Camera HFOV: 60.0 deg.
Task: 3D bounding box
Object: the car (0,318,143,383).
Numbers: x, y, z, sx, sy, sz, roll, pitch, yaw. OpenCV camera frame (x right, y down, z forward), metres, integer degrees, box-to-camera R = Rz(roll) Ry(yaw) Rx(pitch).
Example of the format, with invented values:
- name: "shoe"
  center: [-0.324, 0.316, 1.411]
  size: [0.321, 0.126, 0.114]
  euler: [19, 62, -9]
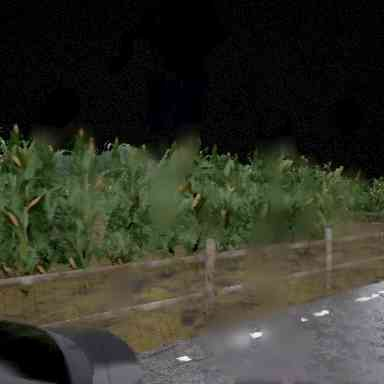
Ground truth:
- name: "car"
  center: [-2.457, 1.495, 1.191]
  size: [4.892, 1.490, 1.837]
  euler: [1, 0, -35]
